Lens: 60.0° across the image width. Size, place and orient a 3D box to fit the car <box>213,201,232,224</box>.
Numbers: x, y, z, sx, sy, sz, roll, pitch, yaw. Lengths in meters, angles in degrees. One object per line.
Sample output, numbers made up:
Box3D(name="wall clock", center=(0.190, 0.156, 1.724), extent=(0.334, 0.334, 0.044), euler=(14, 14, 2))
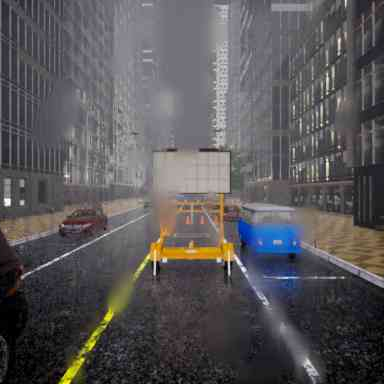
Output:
Box3D(name="car", center=(2.686, 1.577, 23.666), extent=(1.802, 1.307, 4.206), euler=(0, 0, 0))

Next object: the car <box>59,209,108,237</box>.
Box3D(name="car", center=(-5.694, 1.578, 17.975), extent=(1.802, 1.307, 4.206), euler=(0, 0, 0))

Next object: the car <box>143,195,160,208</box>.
Box3D(name="car", center=(-5.698, 1.539, 46.438), extent=(2.008, 1.369, 4.403), euler=(0, 0, 0))

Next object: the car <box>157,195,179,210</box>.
Box3D(name="car", center=(-3.108, 1.516, 43.706), extent=(1.812, 1.442, 4.674), euler=(0, 0, 0))

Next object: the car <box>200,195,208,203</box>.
Box3D(name="car", center=(2.682, 1.534, 52.129), extent=(2.008, 1.369, 4.403), euler=(0, 0, 0))

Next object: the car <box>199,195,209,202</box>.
Box3D(name="car", center=(2.678, 1.387, 74.898), extent=(1.967, 1.590, 4.097), euler=(0, 0, 0))

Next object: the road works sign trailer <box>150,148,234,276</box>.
Box3D(name="road works sign trailer", center=(-0.002, 0.462, 10.300), extent=(2.380, 3.560, 2.880), euler=(0, 0, 0))

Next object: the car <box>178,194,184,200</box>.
Box3D(name="car", center=(-3.016, 1.397, 90.280), extent=(1.882, 1.535, 5.008), euler=(0, 0, 0))

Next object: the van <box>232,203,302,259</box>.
Box3D(name="van", center=(2.688, 1.339, 12.282), extent=(1.690, 1.788, 3.998), euler=(0, 0, 0))

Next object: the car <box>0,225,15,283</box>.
Box3D(name="car", center=(-5.692, 1.550, 6.591), extent=(2.008, 1.369, 4.403), euler=(0, 0, 0))

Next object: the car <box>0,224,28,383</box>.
Box3D(name="car", center=(-3.101, 1.221, 1.869), extent=(2.150, 2.045, 5.566), euler=(0, 0, 0))

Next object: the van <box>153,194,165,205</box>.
Box3D(name="van", center=(-5.699, 1.318, 57.823), extent=(1.690, 1.788, 3.998), euler=(0, 0, 0))

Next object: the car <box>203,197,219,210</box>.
Box3D(name="car", center=(2.683, 1.573, 40.744), extent=(1.802, 1.307, 4.206), euler=(0, 0, 0))
